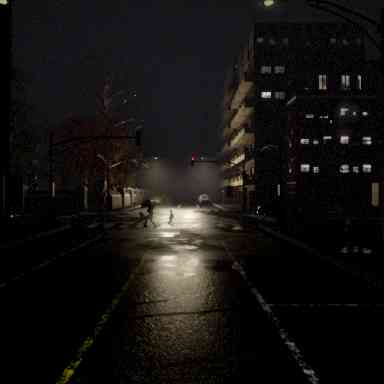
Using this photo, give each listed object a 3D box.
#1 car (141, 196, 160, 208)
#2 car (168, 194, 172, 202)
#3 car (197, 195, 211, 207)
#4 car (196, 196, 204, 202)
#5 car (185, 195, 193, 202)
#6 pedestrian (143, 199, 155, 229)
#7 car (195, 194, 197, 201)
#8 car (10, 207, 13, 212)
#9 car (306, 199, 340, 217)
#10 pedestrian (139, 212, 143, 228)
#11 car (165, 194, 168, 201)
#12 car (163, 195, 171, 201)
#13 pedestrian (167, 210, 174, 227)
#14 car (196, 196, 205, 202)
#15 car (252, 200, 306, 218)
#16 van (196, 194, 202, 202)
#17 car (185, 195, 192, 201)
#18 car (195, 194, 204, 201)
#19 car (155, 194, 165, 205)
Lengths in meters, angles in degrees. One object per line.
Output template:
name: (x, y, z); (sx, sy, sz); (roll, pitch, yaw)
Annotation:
car: (-6.157, 1.601, 47.518); (1.947, 1.339, 4.313); (0, 0, -1)
car: (-6.492, 1.537, 81.299); (1.967, 1.590, 4.097); (0, 0, -1)
car: (2.167, 1.588, 53.231); (1.887, 1.381, 4.507); (0, 0, -1)
car: (1.888, 1.642, 81.381); (1.887, 1.381, 4.507); (0, 0, -1)
car: (-0.754, 1.624, 76.289); (2.033, 1.411, 5.357); (0, 0, -1)
pedestrian: (-2.577, 1.301, 20.024); (0.375, 1.860, 0.375); (0, 0, -1)
car: (2.000, 1.513, 70.121); (1.967, 1.590, 4.097); (0, 0, -1)
car: (-18.585, 1.256, 28.960); (5.357, 1.411, 2.033); (1, 0, -1)
car: (13.118, 1.619, 35.386); (5.009, 1.841, 2.192); (1, -1, -1)
pedestrian: (-3.139, 1.674, 20.699); (0.500, 1.100, 0.500); (0, 0, -1)
car: (-6.324, 1.377, 64.409); (2.192, 1.841, 5.009); (0, 0, -1)
car: (-6.547, 1.550, 86.928); (1.967, 1.590, 4.097); (0, 0, -1)
pedestrian: (-1.297, 1.683, 21.234); (0.500, 1.100, 0.500); (0, 0, -1)
car: (1.943, 1.635, 75.751); (2.008, 1.369, 4.403); (0, 0, -1)
car: (8.188, 1.535, 32.414); (4.553, 1.767, 2.097); (2, 0, -5)
van: (2.112, 1.393, 58.862); (1.690, 1.788, 3.998); (0, 0, -1)
car: (-0.856, 1.486, 86.708); (1.837, 1.490, 4.892); (0, 0, -1)
car: (1.833, 1.425, 87.011); (2.192, 1.841, 5.009); (0, 0, -1)
car: (-6.266, 1.577, 58.609); (1.752, 1.417, 4.829); (0, 0, -1)
